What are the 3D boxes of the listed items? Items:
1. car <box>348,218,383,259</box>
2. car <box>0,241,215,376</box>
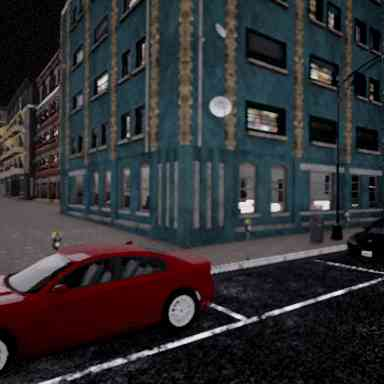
[{"bbox_3d":[7.299,1.577,11.757,4.313,1.339,1.947,0,0,-35],"label":"car"},{"bbox_3d":[-1.695,1.546,5.342,4.507,1.381,1.887,0,0,-35],"label":"car"}]
